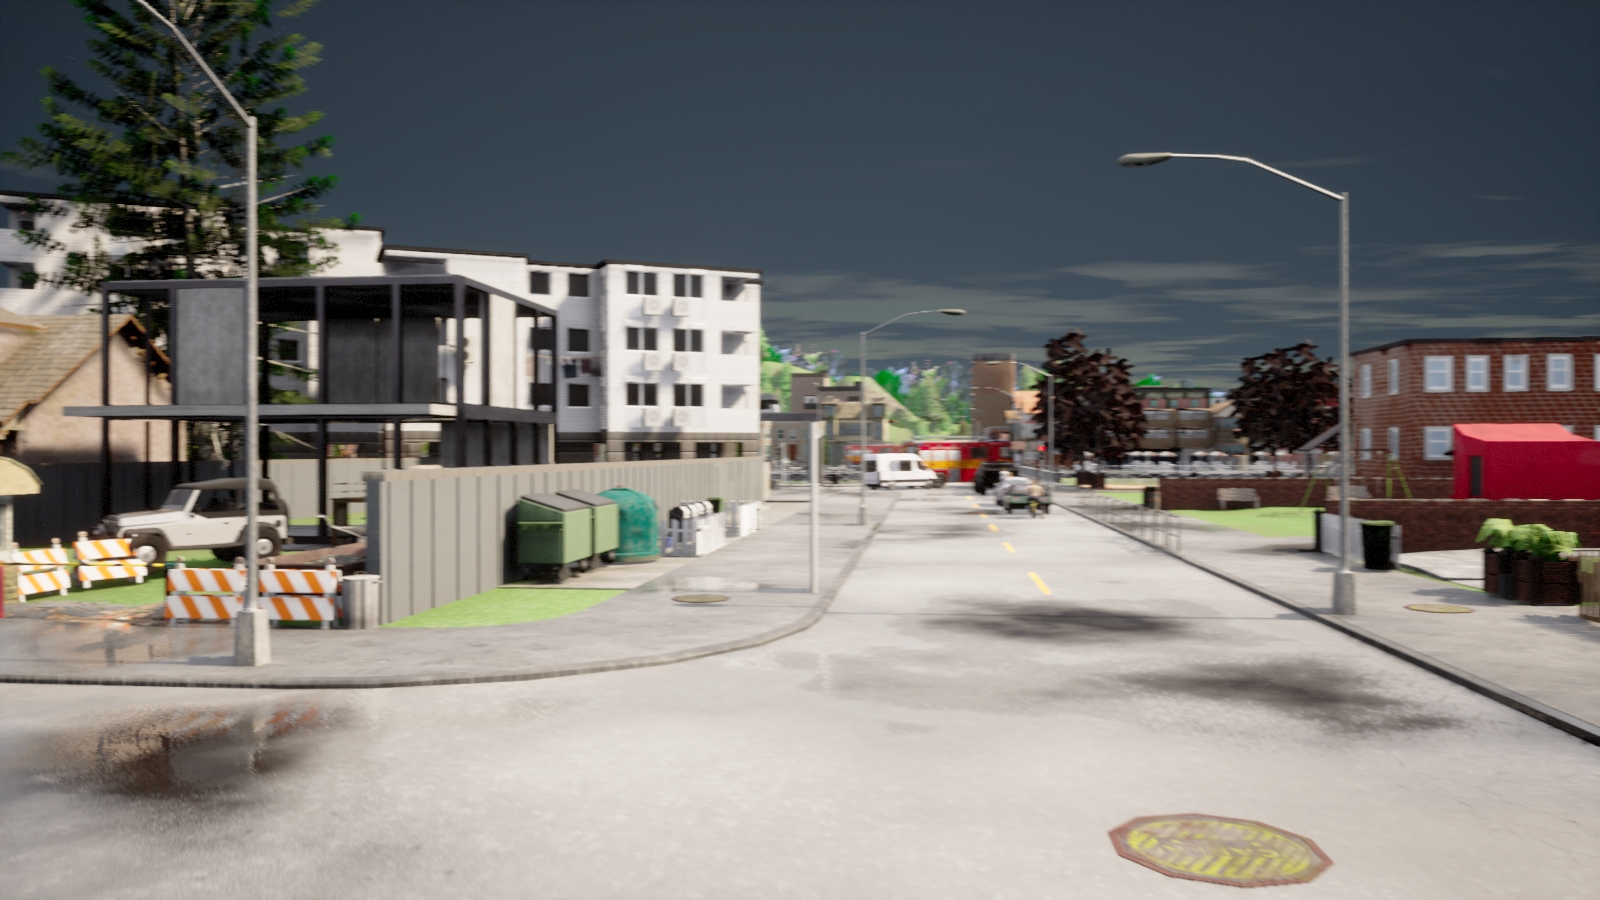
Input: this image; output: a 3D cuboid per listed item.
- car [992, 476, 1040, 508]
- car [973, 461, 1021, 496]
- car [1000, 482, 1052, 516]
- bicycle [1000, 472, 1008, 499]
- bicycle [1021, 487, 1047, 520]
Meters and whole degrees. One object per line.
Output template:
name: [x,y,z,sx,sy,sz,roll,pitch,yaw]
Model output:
car: [10.835,2.073,57.554,2.002,1.442,4.674,0,0,7]
car: [12.357,1.744,72.076,2.390,2.098,6.274,0,0,4]
car: [10.056,2.147,51.057,1.895,1.301,4.718,0,0,7]
bicycle: [11.813,2.047,66.095,0.373,1.496,1.643,0,0,7]
bicycle: [9.472,2.150,46.277,0.859,1.276,1.487,0,0,6]
